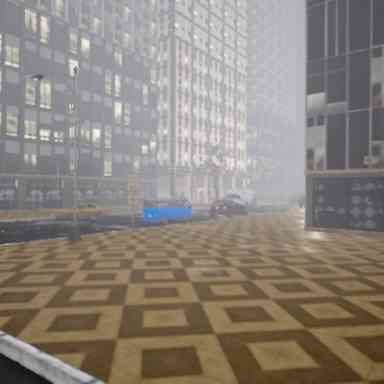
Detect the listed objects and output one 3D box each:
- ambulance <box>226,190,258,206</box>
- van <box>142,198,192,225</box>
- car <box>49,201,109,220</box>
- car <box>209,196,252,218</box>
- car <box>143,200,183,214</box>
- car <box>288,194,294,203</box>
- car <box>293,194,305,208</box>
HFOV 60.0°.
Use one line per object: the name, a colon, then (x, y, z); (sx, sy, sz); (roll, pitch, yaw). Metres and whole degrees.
ambulance: (5.874, 0.977, 42.004); (2.351, 2.431, 6.366); (0, 0, 37)
van: (-1.645, 1.303, 23.239); (1.690, 1.788, 3.998); (0, 0, 37)
car: (-9.047, 1.441, 26.929); (1.752, 1.417, 4.829); (0, 0, 37)
car: (3.296, 1.408, 29.885); (1.967, 1.590, 4.097); (0, 0, 37)
car: (-2.965, 1.506, 34.672); (1.802, 1.307, 4.206); (0, 0, 37)
car: (20.690, 1.286, 65.612); (2.192, 1.841, 5.009); (0, 0, 37)
car: (16.812, 1.306, 47.565); (2.192, 1.841, 5.009); (0, 0, 37)
